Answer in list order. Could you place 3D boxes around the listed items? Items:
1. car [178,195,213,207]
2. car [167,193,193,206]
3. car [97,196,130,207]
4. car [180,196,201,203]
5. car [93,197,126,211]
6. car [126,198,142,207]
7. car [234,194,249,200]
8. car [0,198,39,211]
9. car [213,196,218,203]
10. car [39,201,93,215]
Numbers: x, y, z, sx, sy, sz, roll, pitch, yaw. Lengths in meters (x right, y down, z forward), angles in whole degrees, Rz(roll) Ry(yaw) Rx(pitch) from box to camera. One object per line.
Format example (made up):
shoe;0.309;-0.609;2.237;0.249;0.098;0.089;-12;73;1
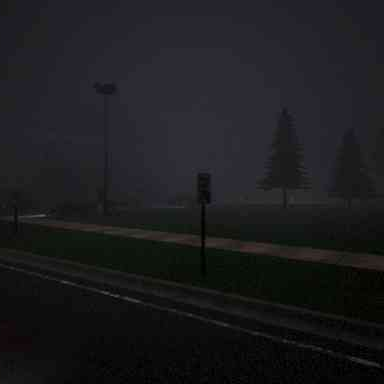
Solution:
car;0.607;1.547;52.148;2.033;1.411;5.357;0;0;35
car;-1.734;1.221;54.903;2.150;2.045;5.566;0;0;35
car;-12.230;1.478;52.119;1.882;1.535;5.008;0;0;35
car;-0.350;1.508;68.935;1.837;1.490;4.892;0;0;35
car;-11.210;1.547;41.373;2.033;1.411;5.357;0;0;35
car;-9.480;1.564;49.948;1.994;1.385;4.181;0;0;35
car;9.943;1.154;65.322;1.837;1.490;4.892;0;0;35
car;-20.711;1.505;40.005;1.837;1.490;4.892;0;0;35
car;3.589;1.526;68.468;1.812;1.442;4.674;0;0;35
car;-12.533;1.564;33.379;1.994;1.385;4.181;0;0;35
